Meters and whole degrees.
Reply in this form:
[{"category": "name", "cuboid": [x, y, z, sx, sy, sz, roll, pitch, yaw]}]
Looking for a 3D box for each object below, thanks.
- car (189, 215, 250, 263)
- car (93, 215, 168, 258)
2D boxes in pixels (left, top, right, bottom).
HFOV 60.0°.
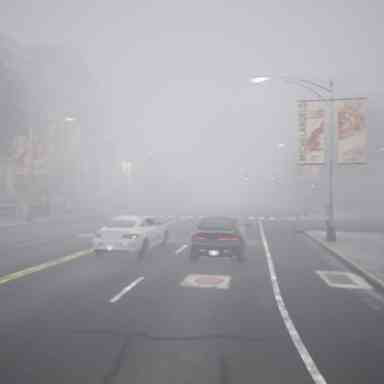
[{"category": "car", "cuboid": [1.119, 1.629, 12.614, 1.837, 1.490, 4.892, 0, 0, 11]}, {"category": "car", "cuboid": [-2.307, 1.635, 13.332, 1.812, 1.442, 4.674, 0, 0, 11]}]
